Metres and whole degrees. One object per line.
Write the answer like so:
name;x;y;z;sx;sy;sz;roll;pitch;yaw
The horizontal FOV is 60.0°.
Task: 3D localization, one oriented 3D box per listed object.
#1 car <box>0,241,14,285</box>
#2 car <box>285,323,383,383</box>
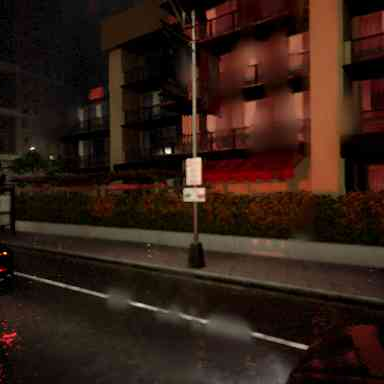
car;-6.508;1.629;8.648;4.892;1.490;1.837;-1;0;35
car;3.215;1.527;1.752;5.357;1.411;2.033;-1;0;35
